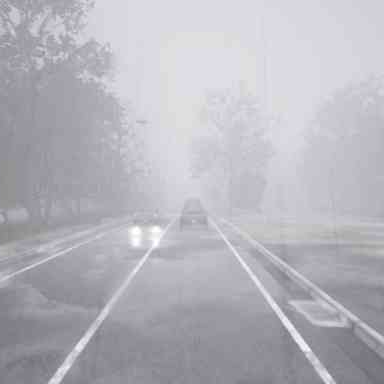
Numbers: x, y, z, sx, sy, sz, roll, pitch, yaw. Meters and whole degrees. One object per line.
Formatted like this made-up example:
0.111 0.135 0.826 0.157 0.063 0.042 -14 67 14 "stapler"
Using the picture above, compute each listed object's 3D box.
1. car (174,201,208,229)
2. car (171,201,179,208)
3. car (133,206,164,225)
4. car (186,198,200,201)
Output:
0.105 1.642 22.998 2.128 1.511 4.902 0 -1 0 "car"
-3.186 2.533 67.493 2.128 1.511 4.902 0 -1 1 "car"
-3.344 1.801 26.020 1.895 1.301 4.718 0 -1 0 "car"
0.114 1.763 41.521 2.150 2.045 5.566 0 -1 0 "car"
